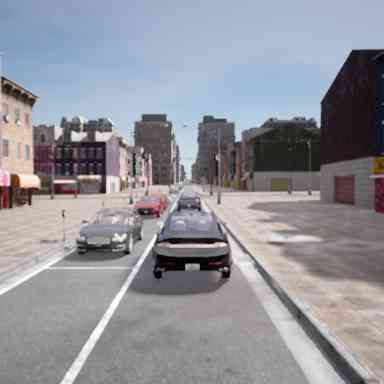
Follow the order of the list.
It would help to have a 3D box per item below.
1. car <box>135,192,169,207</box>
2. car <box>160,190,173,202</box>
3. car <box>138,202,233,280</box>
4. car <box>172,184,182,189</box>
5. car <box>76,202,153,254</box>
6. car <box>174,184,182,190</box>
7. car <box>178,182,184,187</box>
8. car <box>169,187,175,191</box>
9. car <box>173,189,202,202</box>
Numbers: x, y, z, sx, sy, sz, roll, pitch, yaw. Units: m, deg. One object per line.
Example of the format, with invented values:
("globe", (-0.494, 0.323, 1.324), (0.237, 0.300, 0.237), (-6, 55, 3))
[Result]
("car", (-2.887, 0.947, 22.975), (1.887, 1.381, 4.507), (1, 2, -1))
("car", (-2.948, 0.776, 28.507), (1.887, 1.381, 4.507), (1, 2, -1))
("car", (-0.019, 1.270, 9.267), (2.128, 1.511, 4.902), (0, 2, -1))
("car", (-3.313, -0.354, 61.122), (2.008, 1.369, 4.403), (1, 2, -1))
("car", (-2.765, 1.263, 11.907), (2.008, 1.369, 4.403), (1, 1, -1))
("car", (-3.631, -1.372, 89.345), (1.947, 1.339, 4.313), (1, 2, -1))
("car", (-3.567, -1.187, 83.700), (1.887, 1.381, 4.507), (1, 2, -1))
("car", (-3.007, 0.581, 33.868), (1.752, 1.417, 4.829), (1, 2, -1))
("car", (-0.220, 0.761, 27.315), (2.128, 1.511, 4.902), (0, 2, 0))
